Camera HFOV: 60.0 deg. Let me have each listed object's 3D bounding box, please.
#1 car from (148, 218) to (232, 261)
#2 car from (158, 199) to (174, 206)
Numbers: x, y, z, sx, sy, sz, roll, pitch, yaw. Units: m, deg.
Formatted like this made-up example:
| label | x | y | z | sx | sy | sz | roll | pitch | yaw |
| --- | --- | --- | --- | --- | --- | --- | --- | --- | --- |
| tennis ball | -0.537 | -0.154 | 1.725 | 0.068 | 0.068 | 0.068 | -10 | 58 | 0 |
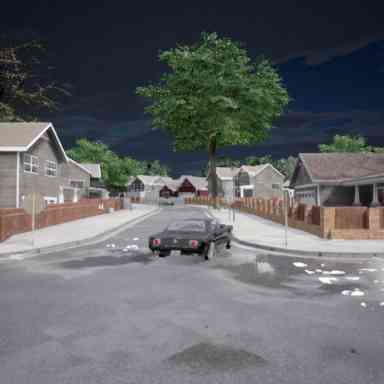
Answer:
| label | x | y | z | sx | sy | sz | roll | pitch | yaw |
| --- | --- | --- | --- | --- | --- | --- | --- | --- | --- |
| car | 0.193 | 1.612 | 12.387 | 1.895 | 1.301 | 4.718 | 0 | -1 | 19 |
| car | -5.067 | 2.006 | 64.725 | 1.994 | 1.385 | 4.181 | 1 | -1 | -27 |
